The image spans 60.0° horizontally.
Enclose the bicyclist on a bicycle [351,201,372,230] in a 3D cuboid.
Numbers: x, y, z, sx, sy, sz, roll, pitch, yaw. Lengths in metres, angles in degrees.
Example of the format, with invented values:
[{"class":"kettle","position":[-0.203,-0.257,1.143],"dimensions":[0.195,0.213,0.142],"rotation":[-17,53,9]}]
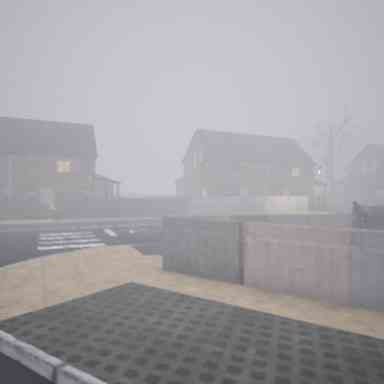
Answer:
[{"class":"bicyclist on a bicycle","position":[8.078,1.281,16.262],"dimensions":[0.582,1.620,1.656],"rotation":[0,1,-24]}]

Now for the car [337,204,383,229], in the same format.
[{"class":"car","position":[11.561,1.455,21.014],"dimensions":[5.357,1.411,2.033],"rotation":[0,1,-24]}]
